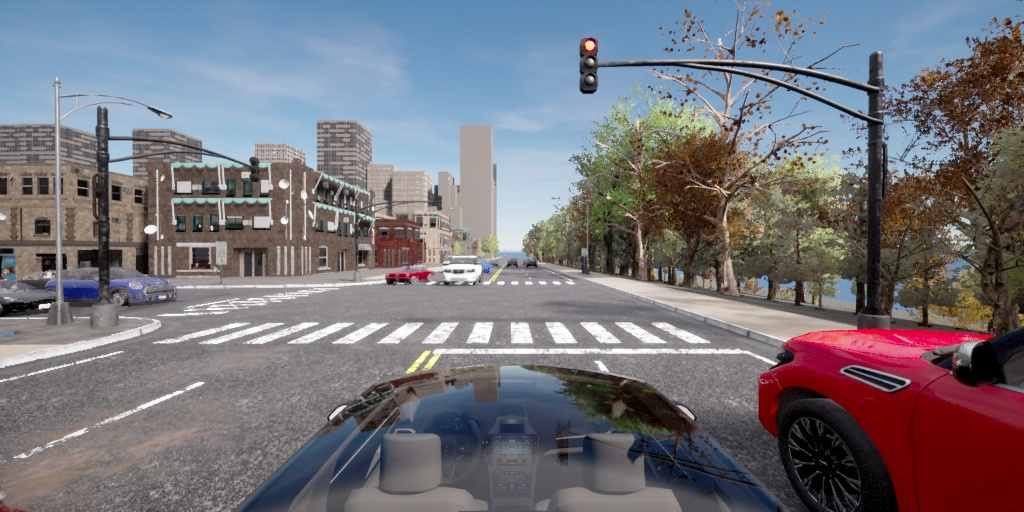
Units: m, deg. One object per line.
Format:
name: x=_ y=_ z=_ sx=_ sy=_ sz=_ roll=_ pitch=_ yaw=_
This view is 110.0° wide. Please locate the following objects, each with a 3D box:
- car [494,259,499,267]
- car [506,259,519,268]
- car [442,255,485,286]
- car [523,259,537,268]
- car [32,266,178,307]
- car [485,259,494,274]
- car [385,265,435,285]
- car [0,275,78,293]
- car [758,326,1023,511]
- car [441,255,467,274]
car: x=-3.333 y=1.274 z=64.198 sx=2.033 sy=1.411 sz=5.357 roll=0 pitch=0 yaw=0
car: x=0.061 y=1.232 z=62.653 sx=1.837 sy=1.490 sz=4.892 roll=0 pitch=0 yaw=0
car: x=-3.368 y=0.966 z=25.293 sx=2.150 sy=2.045 sz=5.566 roll=0 pitch=0 yaw=0
car: x=3.308 y=1.232 z=61.804 sx=1.837 sy=1.490 sz=4.892 roll=0 pitch=0 yaw=0
car: x=-18.101 y=1.303 z=16.314 sx=4.553 sy=1.767 sz=2.097 roll=-1 pitch=1 yaw=1
car: x=-3.376 y=1.215 z=40.671 sx=1.882 sy=1.535 sz=5.008 roll=0 pitch=1 yaw=0
car: x=-7.268 y=1.344 z=25.898 sx=1.895 sy=1.301 sz=4.718 roll=0 pitch=0 yaw=9
car: x=-19.959 y=1.565 z=13.661 sx=4.313 sy=1.339 sz=1.948 roll=0 pitch=0 yaw=0
car: x=3.347 y=0.972 z=0.922 sx=2.150 sy=2.045 sz=5.566 roll=0 pitch=0 yaw=0
car: x=-6.629 y=0.958 z=41.722 sx=2.150 sy=2.045 sz=5.566 roll=0 pitch=0 yaw=0
